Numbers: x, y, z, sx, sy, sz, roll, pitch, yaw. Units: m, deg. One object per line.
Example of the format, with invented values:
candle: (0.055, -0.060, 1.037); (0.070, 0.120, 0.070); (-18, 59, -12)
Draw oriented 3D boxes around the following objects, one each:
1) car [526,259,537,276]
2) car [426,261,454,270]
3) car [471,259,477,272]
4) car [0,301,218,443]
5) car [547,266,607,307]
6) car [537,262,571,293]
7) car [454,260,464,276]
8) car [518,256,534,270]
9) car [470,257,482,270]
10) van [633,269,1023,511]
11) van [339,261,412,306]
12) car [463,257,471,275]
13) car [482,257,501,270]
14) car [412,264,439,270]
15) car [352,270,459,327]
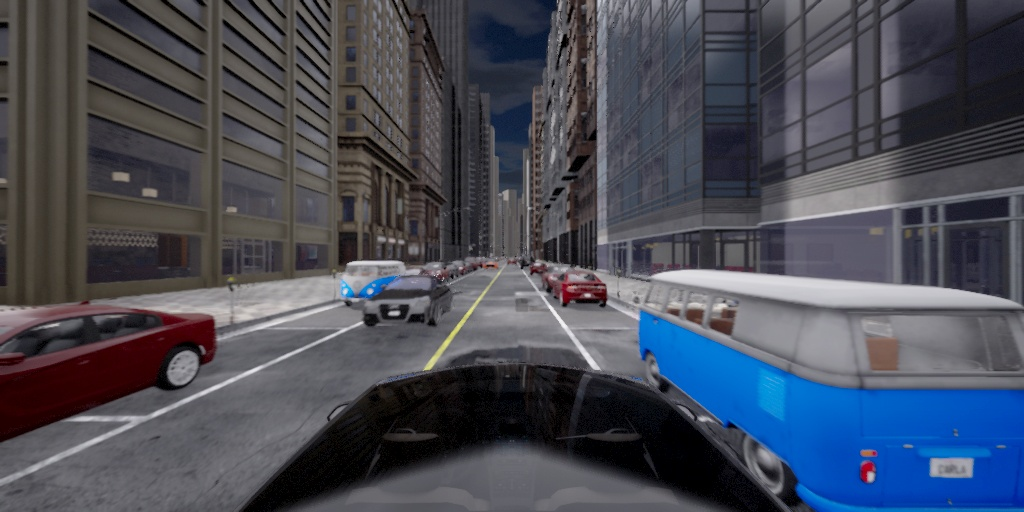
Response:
car: (2.751, 1.305, 37.716); (1.888, 1.381, 4.507); (0, 0, 0)
car: (-5.771, 1.197, 26.499); (1.967, 1.591, 4.097); (0, 0, 0)
car: (-5.776, 1.328, 43.304); (1.948, 1.339, 4.313); (0, 0, 0)
car: (-5.764, 1.296, 4.092); (1.888, 1.381, 4.507); (0, 0, 0)
car: (2.758, 1.298, 15.309); (1.888, 1.381, 4.507); (0, 0, 0)
car: (2.756, 1.195, 20.910); (1.967, 1.591, 4.097); (0, 0, 0)
car: (-5.773, 1.324, 32.101); (1.948, 1.339, 4.313); (0, 0, 0)
car: (2.376, 0.994, 54.403); (2.150, 2.045, 5.566); (0, 0, 0)
car: (-5.778, 1.078, 48.906); (2.192, 1.841, 5.009); (0, 0, 0)
van: (2.762, 1.091, 4.103); (1.690, 1.789, 3.998); (0, 0, 0)
van: (-5.767, 1.095, 15.296); (1.690, 1.789, 3.998); (0, 0, 0)
car: (-5.774, 1.200, 37.702); (1.967, 1.591, 4.097); (0, 0, 0)
car: (-3.083, 1.117, 53.017); (2.097, 1.767, 4.553); (0, 0, 0)
car: (-5.769, 1.337, 20.897); (1.802, 1.307, 4.207); (0, 0, 0)
car: (-3.103, 1.317, 11.436); (1.994, 1.385, 4.181); (0, 0, 0)
